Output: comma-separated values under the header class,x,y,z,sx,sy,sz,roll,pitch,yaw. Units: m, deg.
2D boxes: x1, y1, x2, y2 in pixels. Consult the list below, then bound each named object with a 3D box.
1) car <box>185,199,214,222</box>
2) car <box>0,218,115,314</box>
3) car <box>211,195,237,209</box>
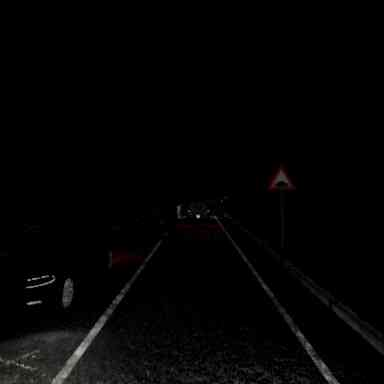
class,x,y,z,sx,sy,sz,roll,pitch,yaw
car,0.471,1.493,25.793,1.812,1.442,4.674,0,0,1
car,-3.245,1.466,7.918,1.882,1.535,5.008,0,0,1
car,3.874,1.141,41.622,2.097,1.767,4.553,-4,-1,29
